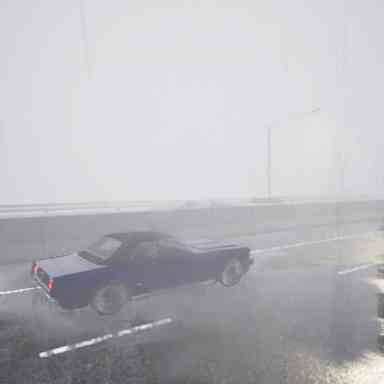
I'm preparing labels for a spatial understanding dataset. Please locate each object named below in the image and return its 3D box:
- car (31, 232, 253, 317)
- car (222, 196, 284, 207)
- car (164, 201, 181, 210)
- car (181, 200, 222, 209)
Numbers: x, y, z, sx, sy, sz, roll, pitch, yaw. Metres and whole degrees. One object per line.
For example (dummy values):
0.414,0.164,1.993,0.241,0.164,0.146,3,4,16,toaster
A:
-0.858,1.558,7.429,4.718,1.301,1.895,-1,0,-35,car
4.841,1.139,24.521,4.553,1.767,2.097,-1,0,-35,car
-0.405,1.368,29.397,4.181,1.385,1.994,-1,0,-35,car
1.628,1.368,26.548,4.181,1.385,1.994,-1,0,-35,car
